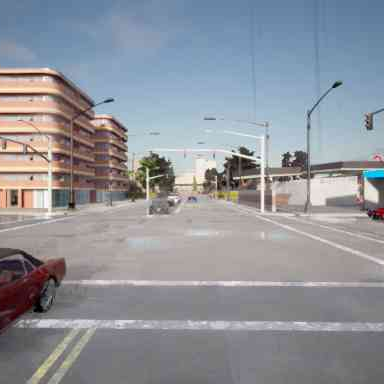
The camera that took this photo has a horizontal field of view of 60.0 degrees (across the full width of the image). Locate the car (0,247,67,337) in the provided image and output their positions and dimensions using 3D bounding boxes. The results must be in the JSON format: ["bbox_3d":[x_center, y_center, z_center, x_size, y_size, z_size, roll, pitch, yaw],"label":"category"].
[{"bbox_3d":[-3.598,1.601,4.891,1.895,1.301,4.718,0,0,0],"label":"car"}]

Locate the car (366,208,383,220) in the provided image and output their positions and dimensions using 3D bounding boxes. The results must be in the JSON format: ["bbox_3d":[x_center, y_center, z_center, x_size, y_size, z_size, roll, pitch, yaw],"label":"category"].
[{"bbox_3d":[16.543,1.601,26.403,4.718,1.301,1.895,0,0,1],"label":"car"}]

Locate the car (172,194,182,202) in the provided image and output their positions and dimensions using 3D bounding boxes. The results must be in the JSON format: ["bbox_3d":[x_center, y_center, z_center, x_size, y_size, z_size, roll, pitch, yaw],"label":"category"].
[{"bbox_3d":[-3.475,1.345,78.230,2.097,1.767,4.553,0,0,0],"label":"car"}]

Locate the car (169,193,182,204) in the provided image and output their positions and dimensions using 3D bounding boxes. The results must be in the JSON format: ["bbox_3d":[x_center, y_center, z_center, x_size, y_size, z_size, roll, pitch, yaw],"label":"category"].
[{"bbox_3d":[-3.533,1.223,63.072,2.150,2.045,5.566,0,0,0],"label":"car"}]

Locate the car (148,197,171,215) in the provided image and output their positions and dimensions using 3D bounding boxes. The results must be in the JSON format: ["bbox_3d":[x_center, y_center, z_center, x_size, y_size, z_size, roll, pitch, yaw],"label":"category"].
[{"bbox_3d":[-3.300,1.493,33.340,1.837,1.490,4.892,0,-1,-4],"label":"car"}]

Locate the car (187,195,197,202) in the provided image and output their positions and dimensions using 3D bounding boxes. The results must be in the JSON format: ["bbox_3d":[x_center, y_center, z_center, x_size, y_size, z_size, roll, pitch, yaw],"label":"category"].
[{"bbox_3d":[0.022,1.339,70.785,1.812,1.442,4.674,0,0,0],"label":"car"}]

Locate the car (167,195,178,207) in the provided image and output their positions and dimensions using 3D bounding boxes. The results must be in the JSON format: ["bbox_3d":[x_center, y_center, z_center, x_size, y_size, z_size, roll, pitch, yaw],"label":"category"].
[{"bbox_3d":[-3.580,1.601,50.478,1.895,1.301,4.718,0,0,0],"label":"car"}]
